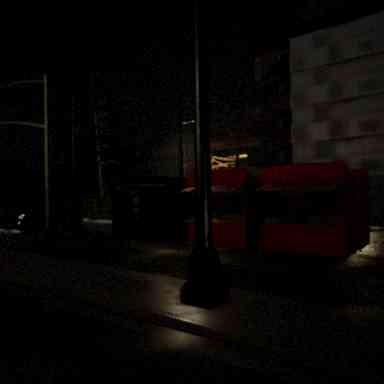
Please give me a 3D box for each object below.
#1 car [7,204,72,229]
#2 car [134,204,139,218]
[{"bbox_3d":[-11.459,1.754,25.273,2.097,1.767,4.553,-2,-1,36],"label":"car"},{"bbox_3d":[-5.741,1.926,33.117,1.812,1.442,4.674,-2,-1,36],"label":"car"}]
